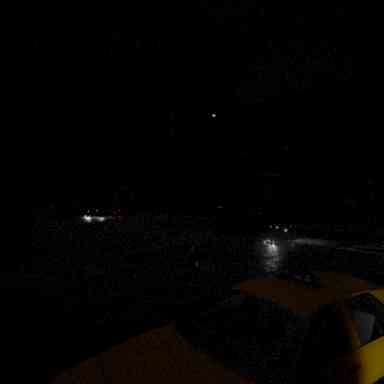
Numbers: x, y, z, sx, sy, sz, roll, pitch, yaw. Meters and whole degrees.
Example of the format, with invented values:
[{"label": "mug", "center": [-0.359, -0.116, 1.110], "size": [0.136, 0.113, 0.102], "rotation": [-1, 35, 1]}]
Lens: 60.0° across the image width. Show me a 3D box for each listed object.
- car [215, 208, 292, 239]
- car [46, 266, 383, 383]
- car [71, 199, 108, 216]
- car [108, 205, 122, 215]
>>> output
[{"label": "car", "center": [3.332, 1.696, 18.743], "size": [1.837, 1.490, 4.892], "rotation": [2, -1, -36]}, {"label": "car", "center": [0.930, 1.533, 3.452], "size": [4.829, 1.417, 1.752], "rotation": [0, 1, -35]}, {"label": "car", "center": [-12.767, 1.934, 41.291], "size": [2.150, 2.045, 5.566], "rotation": [2, -2, -35]}, {"label": "car", "center": [-11.094, 2.409, 43.945], "size": [1.895, 1.301, 4.718], "rotation": [2, -2, -36]}]
